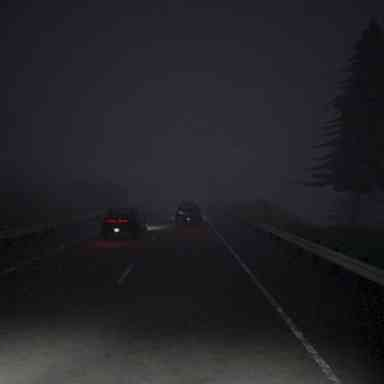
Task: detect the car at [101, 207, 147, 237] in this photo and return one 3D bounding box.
[{"bbox_3d":[-3.675,1.590,18.447,1.837,1.490,4.892,0,0,-1],"label":"car"}]

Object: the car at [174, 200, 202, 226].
[{"bbox_3d":[-0.277,1.600,24.357,2.128,1.511,4.902,0,0,-1],"label":"car"}]
